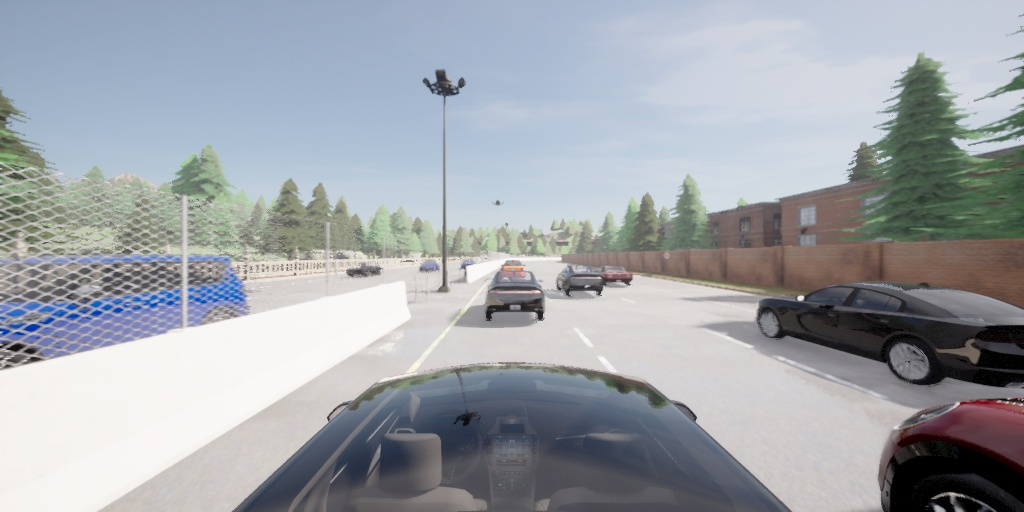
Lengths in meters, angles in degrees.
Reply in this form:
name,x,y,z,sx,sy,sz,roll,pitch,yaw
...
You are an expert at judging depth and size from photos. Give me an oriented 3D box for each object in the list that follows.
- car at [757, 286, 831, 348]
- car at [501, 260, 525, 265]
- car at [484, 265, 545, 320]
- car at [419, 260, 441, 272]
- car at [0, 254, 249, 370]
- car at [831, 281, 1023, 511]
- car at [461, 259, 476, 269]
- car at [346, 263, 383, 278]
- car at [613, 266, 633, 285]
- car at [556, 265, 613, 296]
name,x,y,z,sx,sy,sz,roll,pitch,yaw
car,7.099,1.228,7.006,1.882,1.535,5.008,0,0,0
car,0.102,1.103,30.572,2.097,1.767,4.553,0,0,1
car,0.079,1.242,12.567,2.128,1.511,4.902,0,0,0
car,-10.287,1.276,45.081,1.812,1.442,4.674,0,0,2
car,-7.099,0.973,5.889,2.150,2.045,5.566,0,0,0
car,3.598,1.102,0.567,2.097,1.767,4.553,0,0,0
car,-6.547,1.229,54.507,1.882,1.535,5.008,0,0,2
car,-14.041,1.352,34.529,1.895,1.301,4.718,0,0,1
car,7.032,1.351,25.750,1.895,1.301,4.718,0,0,0
car,3.533,1.242,19.305,2.128,1.511,4.902,0,0,0
